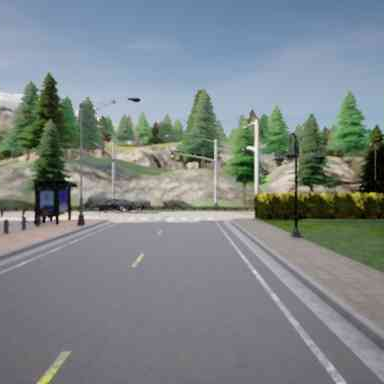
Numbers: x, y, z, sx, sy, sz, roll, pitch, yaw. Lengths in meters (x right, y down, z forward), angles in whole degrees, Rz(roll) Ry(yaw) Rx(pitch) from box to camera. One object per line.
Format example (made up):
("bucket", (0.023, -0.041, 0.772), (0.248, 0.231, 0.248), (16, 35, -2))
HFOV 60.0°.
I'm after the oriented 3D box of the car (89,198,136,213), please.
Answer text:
("car", (-8.381, 1.430, 35.003), (4.892, 1.490, 1.837), (0, -2, 6))
